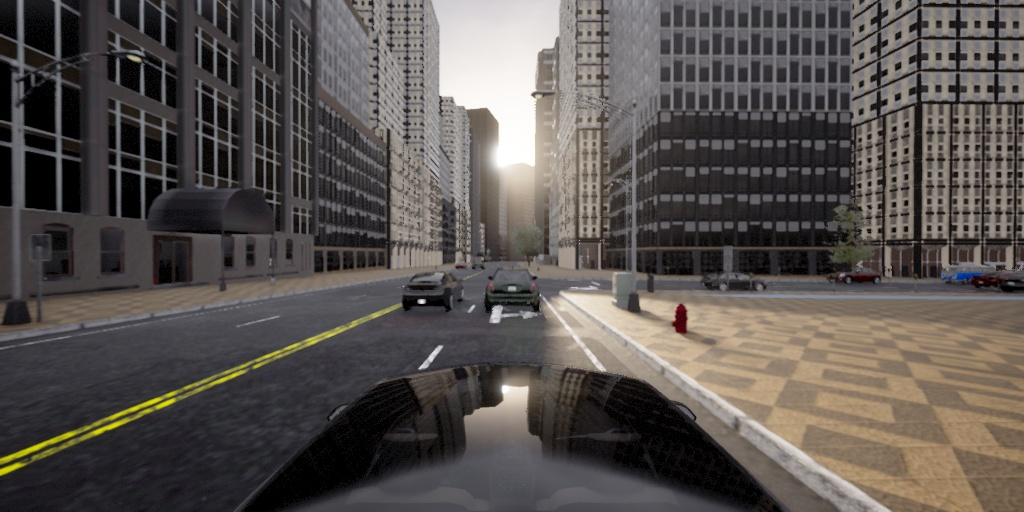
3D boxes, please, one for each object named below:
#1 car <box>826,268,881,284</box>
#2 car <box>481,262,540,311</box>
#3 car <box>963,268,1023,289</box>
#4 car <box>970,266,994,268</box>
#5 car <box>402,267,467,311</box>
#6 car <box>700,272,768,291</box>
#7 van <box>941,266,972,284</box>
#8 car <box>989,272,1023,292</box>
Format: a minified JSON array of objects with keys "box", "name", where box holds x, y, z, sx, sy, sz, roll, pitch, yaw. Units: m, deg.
[{"box":[32.740,1.826,34.499,4.097,1.591,1.967,0,0,-1],"name":"car"},{"box":[0.026,1.237,15.248,2.097,1.767,4.553,0,-1,1],"name":"car"},{"box":[40.209,1.974,28.869,5.008,1.535,1.882,0,0,0],"name":"car"},{"box":[44.740,2.000,31.976,5.008,1.535,1.882,1,0,0],"name":"car"},{"box":[-3.224,1.394,15.328,1.837,1.490,4.892,0,0,1],"name":"car"},{"box":[15.912,1.819,25.780,4.403,1.370,2.007,0,0,-1],"name":"car"},{"box":[44.021,1.840,34.640,3.998,1.789,1.690,0,0,-1],"name":"van"},{"box":[38.477,2.061,26.189,4.313,1.339,1.948,0,0,-1],"name":"car"}]
